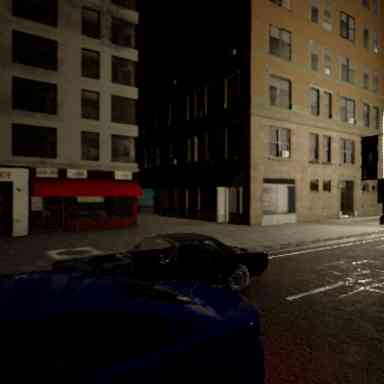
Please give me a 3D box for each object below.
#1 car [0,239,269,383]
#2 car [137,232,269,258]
[{"bbox_3d":[-1.616,1.478,2.532,5.008,1.535,1.882,0,0,-35],"label":"car"},{"bbox_3d":[-0.572,1.605,7.271,4.718,1.301,1.895,0,0,-35],"label":"car"}]
